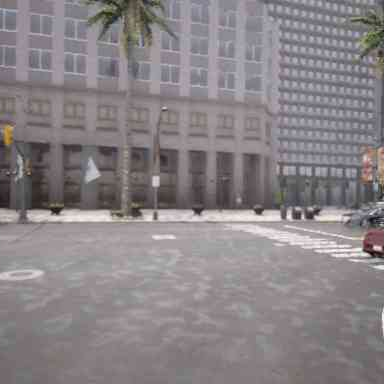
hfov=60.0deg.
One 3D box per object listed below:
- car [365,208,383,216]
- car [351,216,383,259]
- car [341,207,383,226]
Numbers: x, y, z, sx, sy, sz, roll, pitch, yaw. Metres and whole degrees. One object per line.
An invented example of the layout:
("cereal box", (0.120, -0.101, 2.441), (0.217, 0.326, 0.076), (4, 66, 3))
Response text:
("car", (13.482, 1.885, 20.774), (4.181, 1.385, 1.994), (1, 0, -14))
("car", (8.205, 1.718, 11.831), (4.674, 1.442, 1.812), (1, -1, -23))
("car", (13.321, 1.823, 24.343), (4.902, 1.511, 2.128), (1, 0, -14))
